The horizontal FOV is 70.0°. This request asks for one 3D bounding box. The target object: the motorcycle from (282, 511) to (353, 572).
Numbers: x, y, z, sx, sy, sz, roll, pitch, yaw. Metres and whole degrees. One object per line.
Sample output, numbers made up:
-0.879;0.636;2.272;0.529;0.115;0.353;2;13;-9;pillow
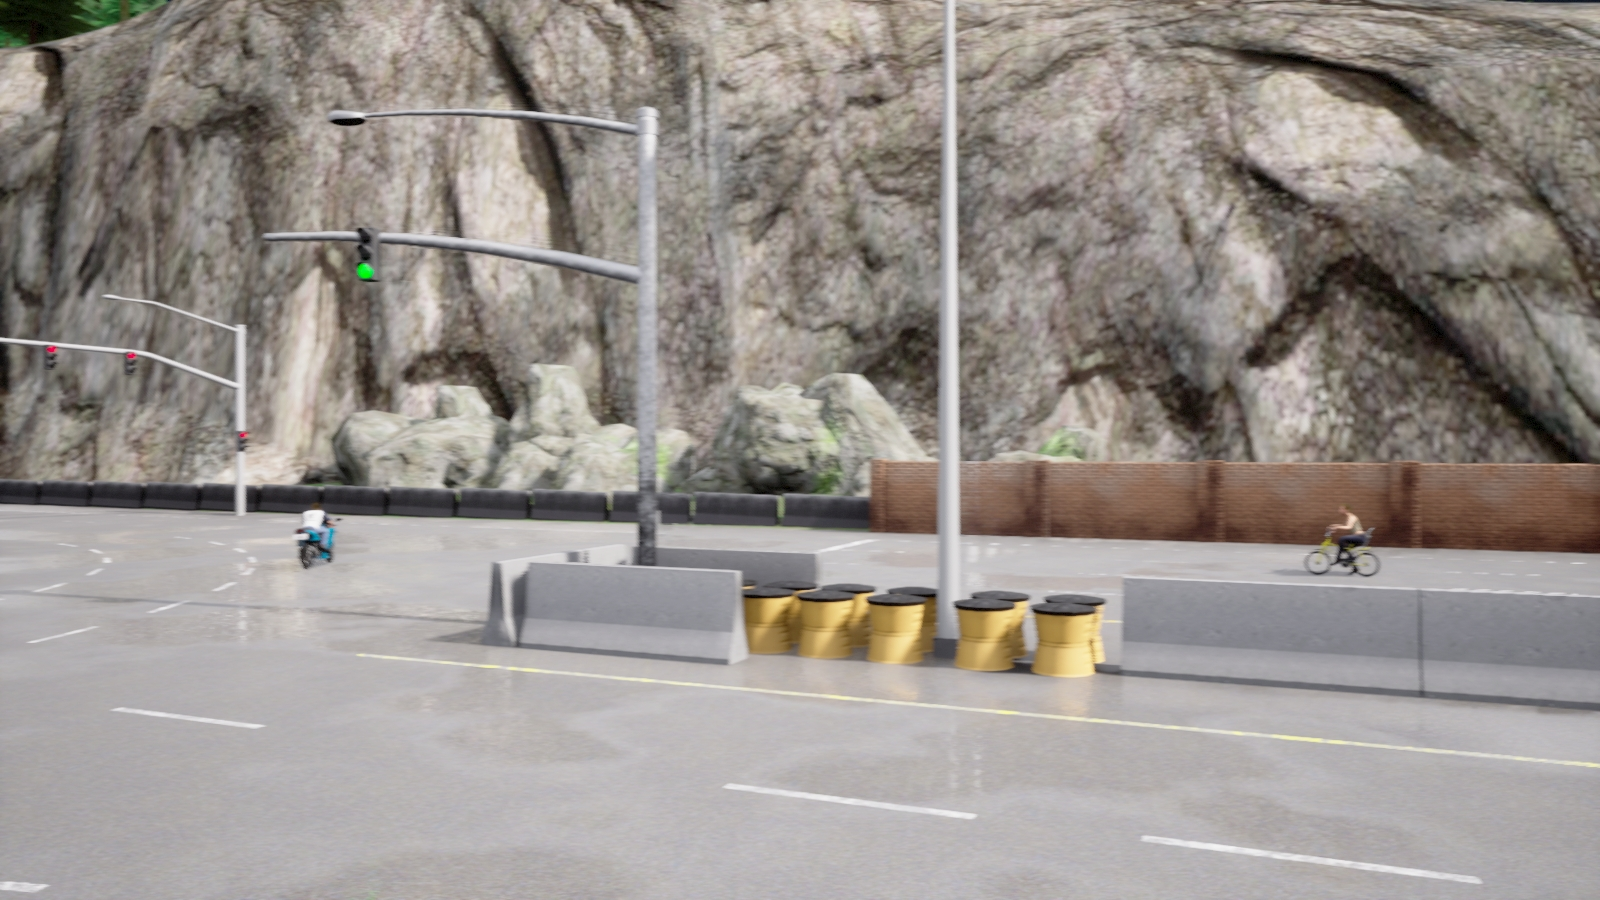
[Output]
-11.343;2.135;26.955;0.803;1.217;2.033;-4;0;-2;motorcycle
